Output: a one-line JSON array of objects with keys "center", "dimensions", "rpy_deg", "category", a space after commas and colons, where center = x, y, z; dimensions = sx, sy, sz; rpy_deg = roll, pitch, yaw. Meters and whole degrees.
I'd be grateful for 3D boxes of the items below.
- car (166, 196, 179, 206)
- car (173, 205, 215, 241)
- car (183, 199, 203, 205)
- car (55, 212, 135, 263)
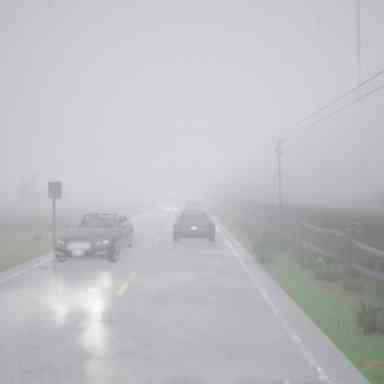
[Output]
[{"center": [-3.149, 1.372, 53.807], "dimensions": [2.128, 1.511, 4.902], "rpy_deg": [0, 0, 1], "category": "car"}, {"center": [0.093, 1.577, 16.773], "dimensions": [1.994, 1.385, 4.181], "rpy_deg": [0, 0, 0], "category": "car"}, {"center": [0.087, 1.518, 35.272], "dimensions": [2.128, 1.511, 4.902], "rpy_deg": [0, 0, 0], "category": "car"}, {"center": [-3.305, 1.501, 12.106], "dimensions": [2.128, 1.511, 4.902], "rpy_deg": [0, 0, 0], "category": "car"}]
